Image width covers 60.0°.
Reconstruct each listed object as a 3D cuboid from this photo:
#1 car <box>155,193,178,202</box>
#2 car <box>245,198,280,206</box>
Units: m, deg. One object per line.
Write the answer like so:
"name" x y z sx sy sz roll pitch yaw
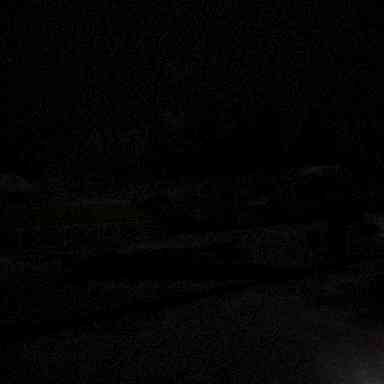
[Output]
"car" -4.819 1.222 60.973 2.150 2.045 5.566 0 0 -35
"car" 8.758 1.476 41.375 1.882 1.535 5.008 0 0 -35
